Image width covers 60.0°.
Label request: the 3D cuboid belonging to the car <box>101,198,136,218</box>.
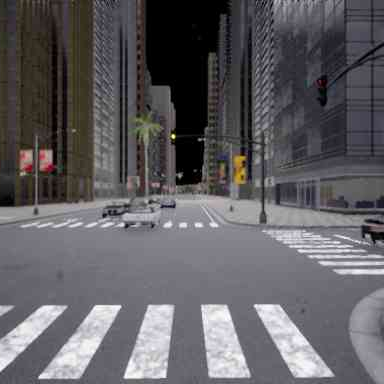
[{"bbox_3d":[-6.622,1.527,29.650,1.994,1.385,4.181,0,0,1],"label":"car"}]

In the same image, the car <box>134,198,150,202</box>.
[{"bbox_3d":[-6.641,1.467,39.974,1.837,1.490,4.892,0,0,0],"label":"car"}]

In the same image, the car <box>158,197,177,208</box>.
[{"bbox_3d":[-3.210,1.527,46.016,1.994,1.385,4.181,0,0,0],"label":"car"}]

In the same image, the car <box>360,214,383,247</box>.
[{"bbox_3d":[8.891,1.404,12.391,4.902,1.511,2.128,0,-1,-4],"label":"car"}]

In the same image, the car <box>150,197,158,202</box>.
[{"bbox_3d":[-6.608,1.523,58.537,2.033,1.411,5.357,0,0,1],"label":"car"}]

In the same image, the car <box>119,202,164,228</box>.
[{"bbox_3d":[-3.177,1.571,21.865,1.895,1.301,4.718,0,0,0],"label":"car"}]
